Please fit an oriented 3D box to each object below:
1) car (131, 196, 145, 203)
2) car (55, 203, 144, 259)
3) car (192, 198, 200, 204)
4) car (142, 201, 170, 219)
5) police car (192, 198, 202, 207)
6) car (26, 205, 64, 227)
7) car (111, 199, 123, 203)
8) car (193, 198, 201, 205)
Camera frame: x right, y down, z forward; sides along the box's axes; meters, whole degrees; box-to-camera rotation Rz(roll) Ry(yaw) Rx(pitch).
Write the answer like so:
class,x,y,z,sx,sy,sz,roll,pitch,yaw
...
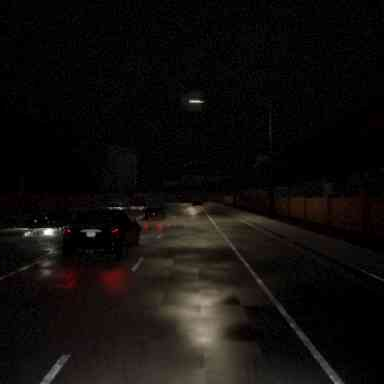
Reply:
class,x,y,z,sx,sy,sz,roll,pitch,yaw
car,-10.523,1.822,65.183,2.150,2.045,5.566,0,0,0
car,-3.402,1.474,13.325,2.097,1.767,4.553,0,-1,0
car,0.963,2.257,81.847,1.837,1.490,4.892,0,-1,-2
car,-3.406,1.818,31.975,1.812,1.442,4.674,0,-1,0
police car,1.036,2.025,65.732,1.930,1.638,5.238,0,-1,0
car,-10.602,1.733,24.993,1.837,1.490,4.892,0,-1,0
car,-14.035,2.091,62.039,1.812,1.442,4.674,0,0,1
car,1.034,2.146,75.815,1.801,1.575,5.366,0,-1,0
